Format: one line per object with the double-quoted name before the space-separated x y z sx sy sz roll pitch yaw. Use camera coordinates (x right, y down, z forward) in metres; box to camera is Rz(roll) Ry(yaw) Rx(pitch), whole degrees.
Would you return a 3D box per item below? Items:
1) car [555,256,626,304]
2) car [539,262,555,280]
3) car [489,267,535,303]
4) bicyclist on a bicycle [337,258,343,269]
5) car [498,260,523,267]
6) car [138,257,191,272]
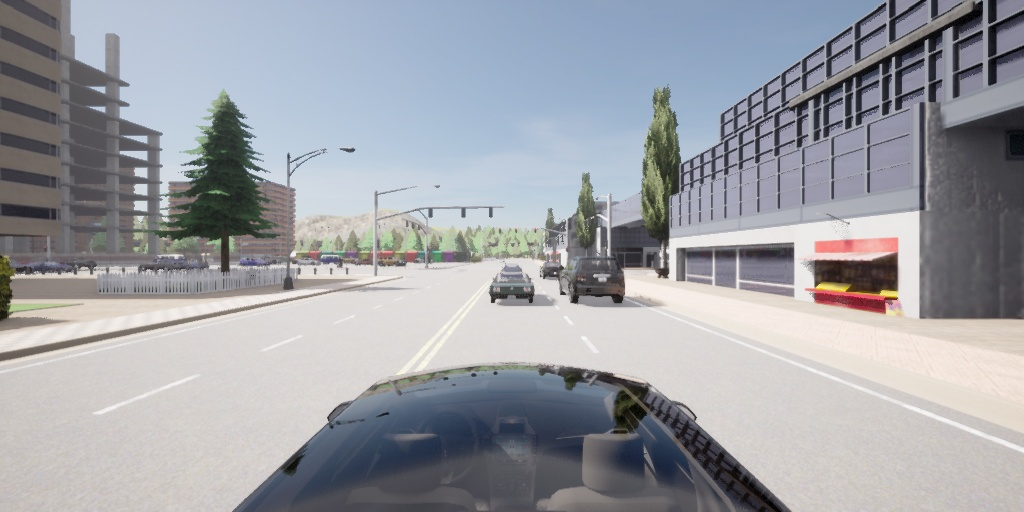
"car" 3.500 1.007 16.530 2.150 2.045 5.566 0 0 0
"car" 3.482 1.234 31.544 1.882 1.535 5.008 0 0 0
"car" 0.000 1.365 16.530 1.895 1.301 4.718 0 0 0
"bicyclist on a bicycle" -25.457 1.050 53.057 0.582 1.620 1.656 0 0 0
"car" -0.018 1.321 31.515 1.994 1.385 4.181 0 0 0
"car" -44.636 1.244 45.619 4.902 1.511 2.128 0 0 0
